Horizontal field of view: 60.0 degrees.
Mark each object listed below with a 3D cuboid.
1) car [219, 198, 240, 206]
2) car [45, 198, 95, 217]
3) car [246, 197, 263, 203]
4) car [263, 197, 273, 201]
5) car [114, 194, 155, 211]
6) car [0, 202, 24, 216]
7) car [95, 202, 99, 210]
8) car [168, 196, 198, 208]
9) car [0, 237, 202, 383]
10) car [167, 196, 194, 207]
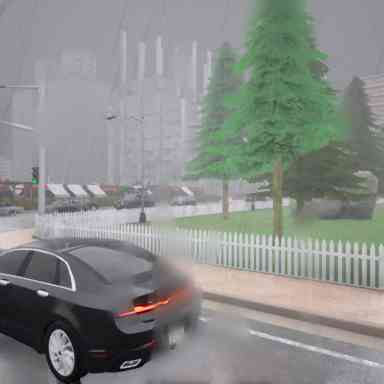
[{"bbox_3d":[6.014,1.526,52.751,1.812,1.442,4.674,0,0,34],"label":"car"},{"bbox_3d":[-12.302,1.491,32.104,2.128,1.511,4.902,0,0,34],"label":"car"},{"bbox_3d":[11.858,1.221,61.475,2.150,2.045,5.566,0,0,34],"label":"car"},{"bbox_3d":[14.956,1.564,59.811,1.994,1.385,4.181,0,0,34],"label":"car"},{"bbox_3d":[-6.832,1.221,40.253,2.150,2.045,5.566,0,0,34],"label":"car"},{"bbox_3d":[-17.996,1.601,30.017,1.895,1.301,4.718,0,0,36],"label":"car"},{"bbox_3d":[-12.862,1.478,37.551,1.882,1.535,5.008,0,0,34],"label":"car"},{"bbox_3d":[-1.130,1.352,48.717,2.097,1.767,4.553,0,0,34],"label":"car"},{"bbox_3d":[-2.143,1.505,5.454,4.892,1.490,1.837,0,0,36],"label":"car"},{"bbox_3d":[-1.864,1.505,53.879,1.837,1.490,4.892,0,0,34],"label":"car"}]
